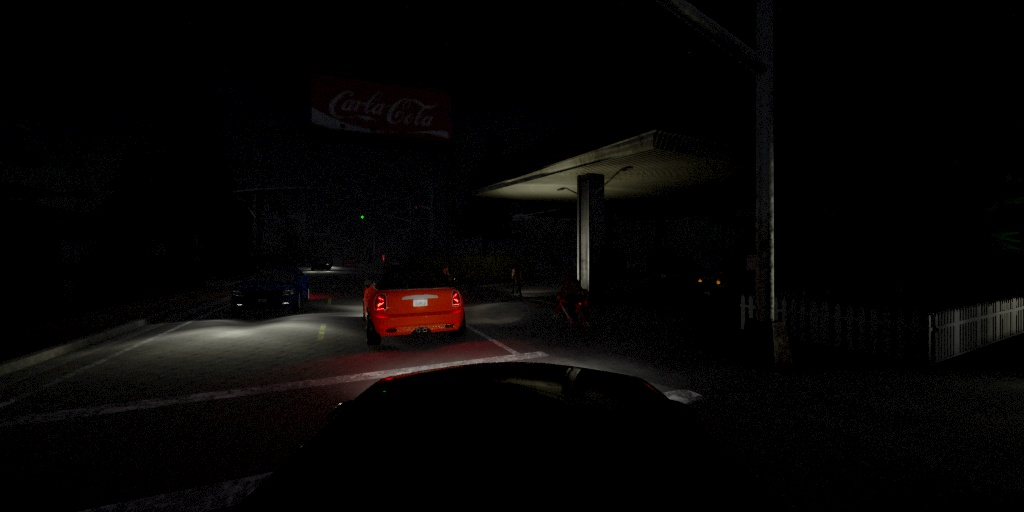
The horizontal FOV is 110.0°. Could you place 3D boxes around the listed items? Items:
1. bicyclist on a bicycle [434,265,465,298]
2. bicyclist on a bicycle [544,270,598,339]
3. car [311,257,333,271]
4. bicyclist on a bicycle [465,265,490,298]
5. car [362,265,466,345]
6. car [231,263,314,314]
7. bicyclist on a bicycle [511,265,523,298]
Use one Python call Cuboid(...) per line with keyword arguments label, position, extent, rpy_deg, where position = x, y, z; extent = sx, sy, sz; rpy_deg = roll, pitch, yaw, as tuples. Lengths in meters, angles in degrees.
Cuboid(label="bicyclist on a bicycle", position=(-3.117, 1.235, 16.490), extent=(1.656, 1.620, 0.582), rpy_deg=(1, 0, 35))
Cuboid(label="bicyclist on a bicycle", position=(1.450, 1.180, 8.915), extent=(0.582, 1.620, 1.656), rpy_deg=(3, -2, -44))
Cuboid(label="car", position=(-24.746, 0.967, 46.478), extent=(2.097, 1.767, 4.553), rpy_deg=(0, 0, -25))
Cuboid(label="bicyclist on a bicycle", position=(-1.853, 1.265, 17.912), extent=(1.656, 1.620, 0.582), rpy_deg=(1, 0, -23))
Cuboid(label="car", position=(-2.779, 1.001, 9.478), extent=(2.097, 1.767, 4.553), rpy_deg=(0, 0, -24))
Cuboid(label="car", position=(-8.880, 1.146, 13.525), extent=(1.882, 1.535, 5.008), rpy_deg=(1, -1, -25))
Cuboid(label="bicyclist on a bicycle", position=(0.252, 1.270, 18.092), extent=(0.582, 1.620, 1.656), rpy_deg=(0, 0, 14))
